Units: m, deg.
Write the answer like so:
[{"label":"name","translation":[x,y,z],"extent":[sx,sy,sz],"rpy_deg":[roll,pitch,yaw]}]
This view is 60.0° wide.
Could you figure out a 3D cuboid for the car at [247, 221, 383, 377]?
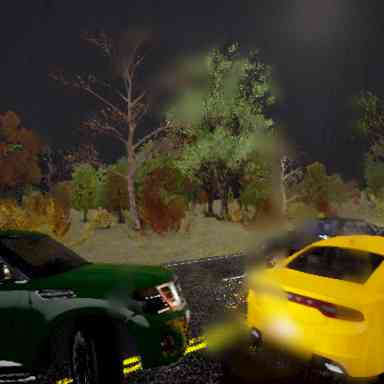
[{"label":"car","translation":[3.096,1.485,5.559],"extent":[5.008,1.535,1.882],"rpy_deg":[-1,0,-37]}]

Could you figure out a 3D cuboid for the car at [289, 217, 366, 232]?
[{"label":"car","translation":[4.622,1.558,10.796],"extent":[5.357,1.411,2.033],"rpy_deg":[0,0,-35]}]

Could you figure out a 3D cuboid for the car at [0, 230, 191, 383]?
[{"label":"car","translation":[-2.827,1.514,4.585],"extent":[5.566,2.045,2.150],"rpy_deg":[-4,-8,0]}]
